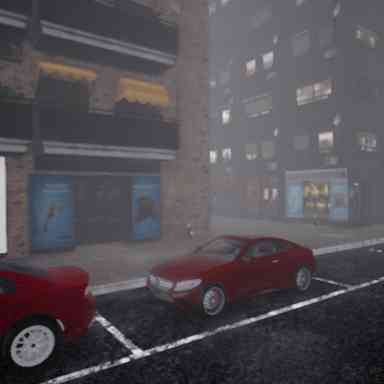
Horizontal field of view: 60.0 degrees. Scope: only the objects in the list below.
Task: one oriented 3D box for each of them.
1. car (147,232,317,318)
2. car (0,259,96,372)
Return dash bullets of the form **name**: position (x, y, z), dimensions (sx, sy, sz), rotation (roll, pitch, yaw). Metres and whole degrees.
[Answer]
- **car**: position (1.054, 1.587, 7.322), dimensions (4.206, 1.307, 1.802), rotation (0, -1, -35)
- **car**: position (-3.508, 1.544, 4.071), dimensions (4.507, 1.381, 1.887), rotation (0, -1, -35)
